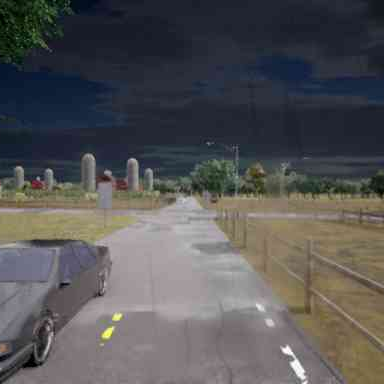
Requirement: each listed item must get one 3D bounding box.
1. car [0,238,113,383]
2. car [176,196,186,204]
[{"bbox_3d":[-2.852,1.607,6.087,2.033,1.411,5.357,0,-1,0],"label":"car"},{"bbox_3d":[-2.780,1.905,82.495,2.150,2.045,5.566,0,0,0],"label":"car"}]
